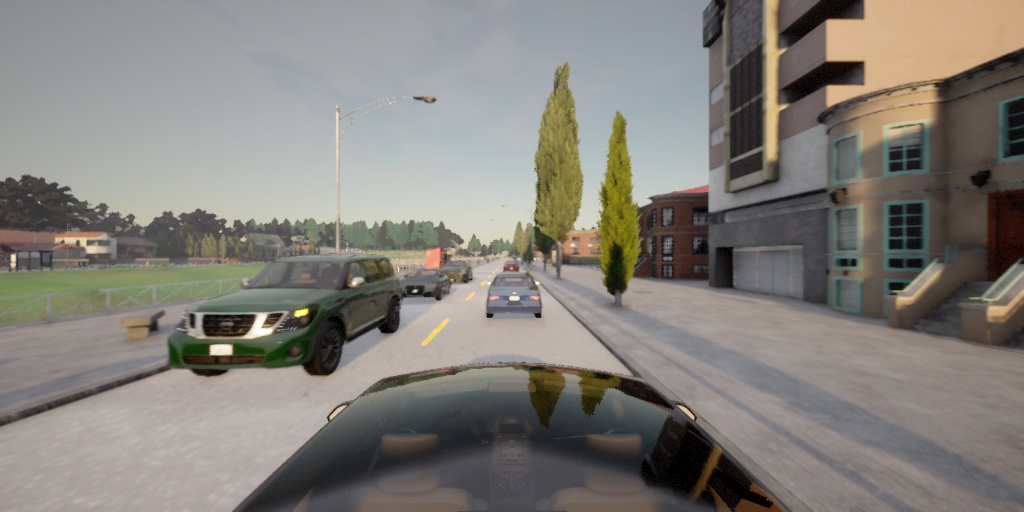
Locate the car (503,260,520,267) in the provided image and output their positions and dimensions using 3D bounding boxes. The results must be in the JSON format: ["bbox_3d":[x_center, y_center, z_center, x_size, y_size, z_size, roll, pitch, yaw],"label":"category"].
[{"bbox_3d":[-0.069,1.239,42.936,1.812,1.442,4.674,0,0,0],"label":"car"}]

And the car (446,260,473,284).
[{"bbox_3d":[-4.177,1.088,27.034,2.097,1.767,4.553,0,0,0],"label":"car"}]

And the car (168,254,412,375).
[{"bbox_3d":[-4.119,0.975,7.835,2.150,2.045,5.566,0,0,0],"label":"car"}]

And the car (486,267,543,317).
[{"bbox_3d":[0.059,1.287,13.047,2.033,1.411,5.357,0,0,0],"label":"car"}]

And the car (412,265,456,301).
[{"bbox_3d":[-4.161,1.309,17.362,1.994,1.385,4.181,0,0,-1],"label":"car"}]
